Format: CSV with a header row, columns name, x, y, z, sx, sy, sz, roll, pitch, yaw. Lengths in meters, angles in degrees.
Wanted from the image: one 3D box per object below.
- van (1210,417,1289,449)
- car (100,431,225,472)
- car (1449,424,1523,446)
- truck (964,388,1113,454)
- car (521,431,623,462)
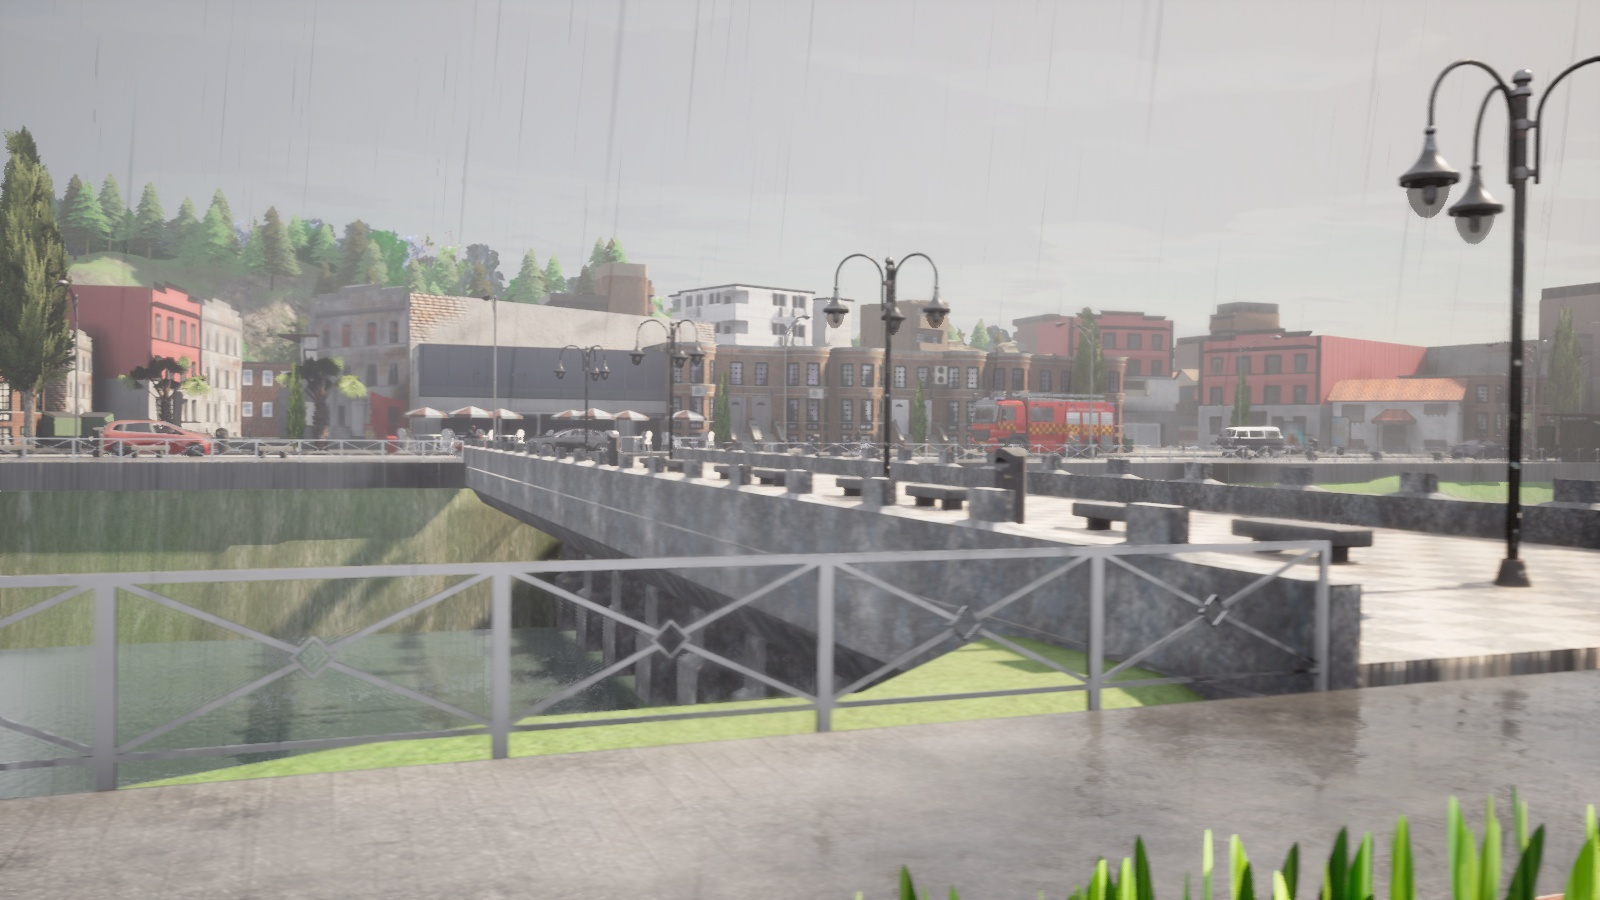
name,x,y,z,sx,sy,sz,roll,pitch,yaw
van,28.896,-1.105,80.726,4.480,2.038,2.069,-1,1,-21
car,-27.788,0.049,54.910,4.611,1.667,2.242,-1,1,-21
car,45.133,-0.970,82.621,4.181,1.385,1.994,-1,1,-21
truck,14.281,-1.744,75.161,8.468,3.827,2.891,-1,1,-21
car,-11.855,-0.179,65.244,4.902,1.511,2.128,-1,1,-21
